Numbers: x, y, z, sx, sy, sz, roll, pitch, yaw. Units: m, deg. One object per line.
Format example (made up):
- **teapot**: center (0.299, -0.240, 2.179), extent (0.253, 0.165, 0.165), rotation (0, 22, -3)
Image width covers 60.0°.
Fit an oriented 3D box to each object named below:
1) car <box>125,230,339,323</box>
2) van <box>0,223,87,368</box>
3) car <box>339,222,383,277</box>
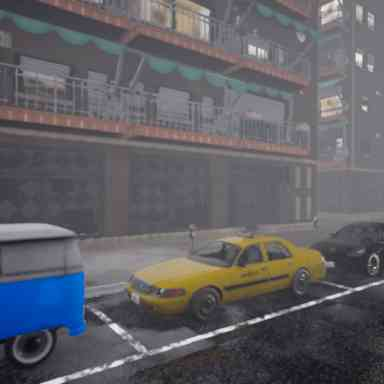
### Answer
- **car**: center (0.972, 1.565, 7.249), extent (4.829, 1.417, 1.752), rotation (1, 0, -35)
- **van**: center (-3.385, 1.338, 4.142), extent (3.998, 1.788, 1.690), rotation (1, 0, -35)
- **car**: center (5.607, 1.652, 10.554), extent (4.313, 1.339, 1.947), rotation (1, 0, -35)
